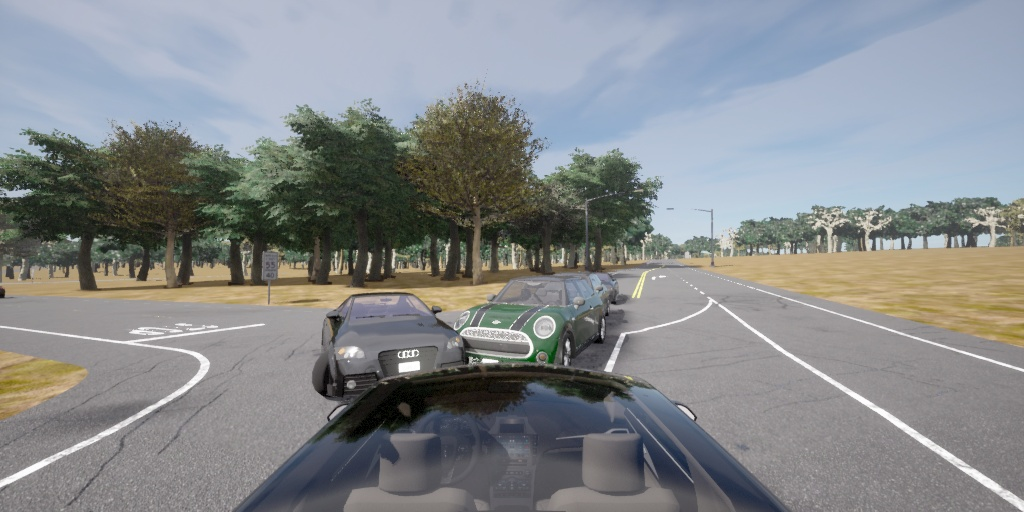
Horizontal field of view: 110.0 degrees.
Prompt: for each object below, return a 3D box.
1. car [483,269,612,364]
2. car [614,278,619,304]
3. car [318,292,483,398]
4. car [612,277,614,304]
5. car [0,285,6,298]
[{"bbox_3d":[0.618,1.218,7.804,2.097,1.767,4.553,-1,-2,26],"label":"car"},{"bbox_3d":[4.218,1.509,17.844,1.994,1.385,4.181,-1,0,19],"label":"car"},{"bbox_3d":[-2.353,1.376,6.599,1.994,1.385,4.181,1,-2,-29],"label":"car"},{"bbox_3d":[2.025,1.344,12.117,2.097,1.767,4.553,-1,-1,21],"label":"car"},{"bbox_3d":[-40.860,2.560,27.361,4.181,1.385,1.994,-2,-3,22],"label":"car"}]
